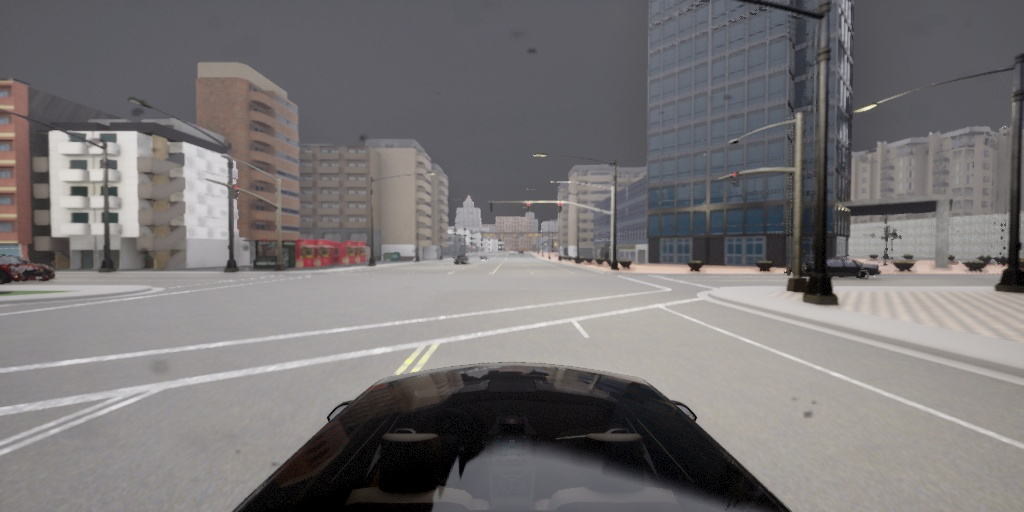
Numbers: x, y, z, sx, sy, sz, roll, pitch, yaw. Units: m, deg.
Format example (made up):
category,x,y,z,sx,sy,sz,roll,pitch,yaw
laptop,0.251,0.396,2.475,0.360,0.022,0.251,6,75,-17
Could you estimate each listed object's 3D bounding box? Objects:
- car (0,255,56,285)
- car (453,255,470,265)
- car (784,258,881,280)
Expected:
category,x,y,z,sx,sy,sz,roll,pitch,yaw
car,-30.496,0.734,21.427,4.553,1.767,2.097,0,1,1
car,-7.001,0.609,50.271,1.837,1.490,4.892,0,2,0
car,22.031,0.860,24.693,5.357,1.411,2.033,0,1,1
